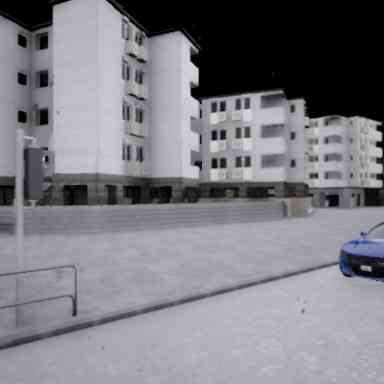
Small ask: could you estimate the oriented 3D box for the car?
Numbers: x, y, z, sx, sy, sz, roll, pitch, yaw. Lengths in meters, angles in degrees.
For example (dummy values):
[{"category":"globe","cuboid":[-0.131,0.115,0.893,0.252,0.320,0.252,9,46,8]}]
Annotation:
[{"category":"car","cuboid":[6.061,1.516,9.318,5.008,1.535,1.882,0,0,-38]}]
